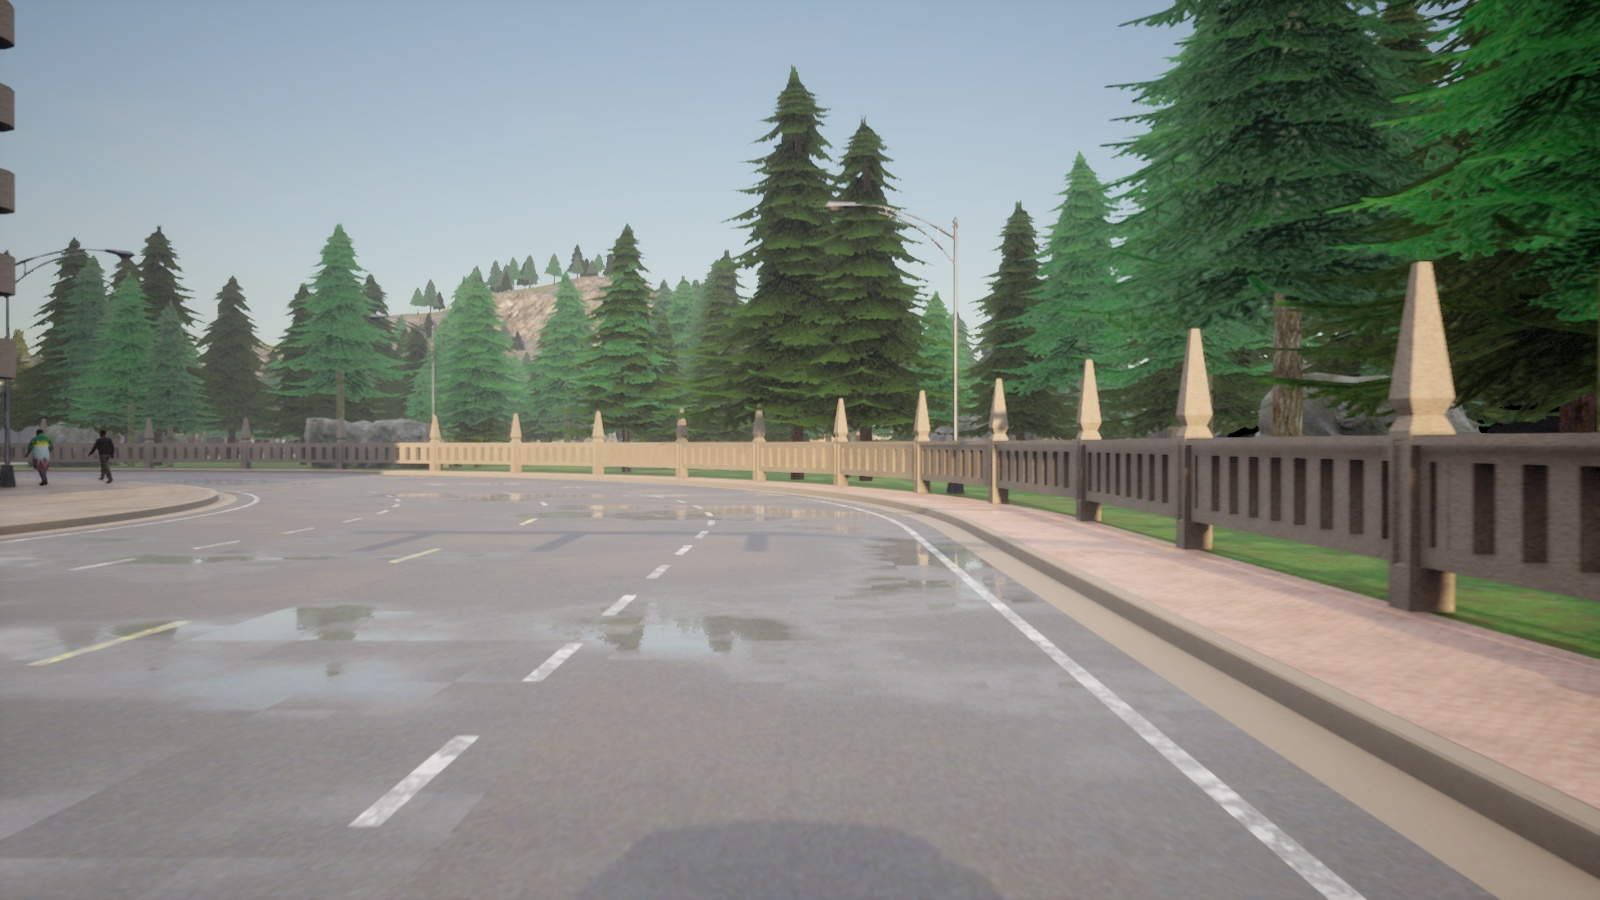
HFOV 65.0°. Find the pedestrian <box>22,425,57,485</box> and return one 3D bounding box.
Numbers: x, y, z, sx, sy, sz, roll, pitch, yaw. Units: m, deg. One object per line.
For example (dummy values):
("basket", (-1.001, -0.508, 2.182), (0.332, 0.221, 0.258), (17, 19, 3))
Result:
("pedestrian", (-24.830, 0.165, 41.005), (0.873, 1.952, 0.659), (0, 0, 33))

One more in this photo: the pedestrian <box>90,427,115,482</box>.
("pedestrian", (-23.781, 0.151, 42.811), (0.703, 1.840, 0.431), (0, 0, 29))
